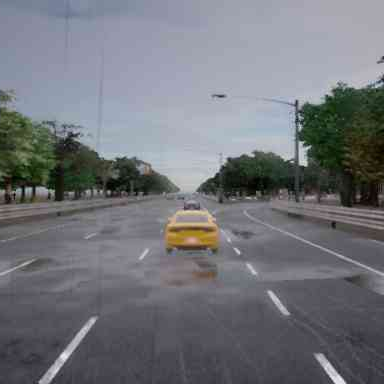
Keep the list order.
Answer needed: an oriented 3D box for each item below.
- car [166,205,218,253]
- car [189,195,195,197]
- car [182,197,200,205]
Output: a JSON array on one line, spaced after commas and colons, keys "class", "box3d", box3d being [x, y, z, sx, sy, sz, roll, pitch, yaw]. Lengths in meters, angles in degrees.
[{"class": "car", "box3d": [0.000, 1.505, 13.835, 1.882, 1.535, 5.008, 0, 0, 0]}, {"class": "car", "box3d": [-0.003, 1.668, 61.268, 2.033, 1.411, 5.357, 0, 0, 0]}, {"class": "car", "box3d": [-0.003, 1.601, 38.106, 1.812, 1.442, 4.674, 0, 0, 0]}]
